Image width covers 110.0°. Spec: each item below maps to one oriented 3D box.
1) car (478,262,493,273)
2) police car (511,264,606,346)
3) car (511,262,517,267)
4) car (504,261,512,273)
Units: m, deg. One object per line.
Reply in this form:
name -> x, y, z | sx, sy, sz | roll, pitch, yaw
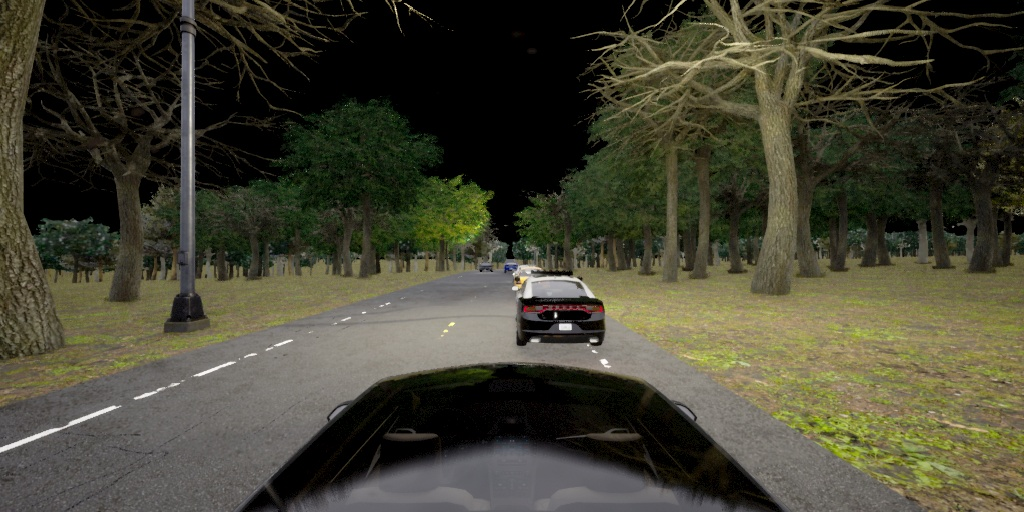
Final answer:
car -> -3.596, 1.597, 50.098 | 2.033, 1.411, 5.357 | 0, -1, 0
police car -> 1.036, 1.186, 9.576 | 1.930, 1.638, 5.238 | 0, 0, 0
car -> 1.015, 1.255, 19.659 | 1.801, 1.575, 5.366 | 0, 0, 0
car -> -0.066, 1.508, 48.892 | 1.882, 1.535, 5.008 | 0, -1, 0
